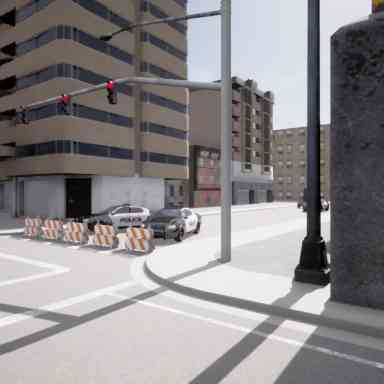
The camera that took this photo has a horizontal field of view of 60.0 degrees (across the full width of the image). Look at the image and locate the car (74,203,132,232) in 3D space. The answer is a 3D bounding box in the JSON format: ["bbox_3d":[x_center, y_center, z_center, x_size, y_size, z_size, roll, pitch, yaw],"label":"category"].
[{"bbox_3d":[-4.167,1.453,19.250,4.974,1.542,2.038,0,0,-29],"label":"car"}]

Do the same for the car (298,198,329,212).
[{"bbox_3d":[14.294,1.453,38.347,2.038,1.542,4.974,0,0,36],"label":"car"}]

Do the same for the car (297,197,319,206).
[{"bbox_3d":[16.529,1.295,47.308,1.853,1.218,4.536,0,0,36],"label":"car"}]

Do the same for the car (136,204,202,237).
[{"bbox_3d":[-0.960,1.295,16.616,1.853,1.218,4.536,0,0,16],"label":"car"}]

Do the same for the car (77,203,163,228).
[{"bbox_3d":[-4.122,1.295,19.276,4.536,1.218,1.853,0,0,-29],"label":"car"}]

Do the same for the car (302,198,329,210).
[{"bbox_3d":[14.324,1.295,38.389,1.853,1.218,4.536,0,0,36],"label":"car"}]

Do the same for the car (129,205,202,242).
[{"bbox_3d":[-0.974,1.453,16.566,2.038,1.542,4.974,0,0,16],"label":"car"}]
